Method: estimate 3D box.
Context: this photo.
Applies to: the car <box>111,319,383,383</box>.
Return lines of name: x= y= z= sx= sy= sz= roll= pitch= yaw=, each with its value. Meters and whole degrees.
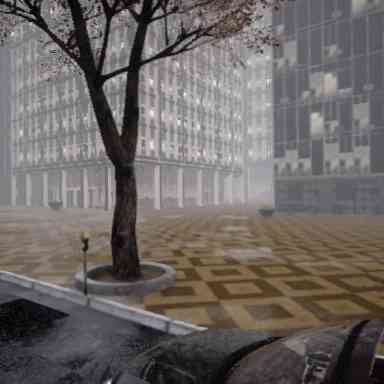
car: x=1.283 y=1.551 z=1.973 sx=4.403 sy=1.369 sz=2.008 roll=0 pitch=-1 yaw=36
